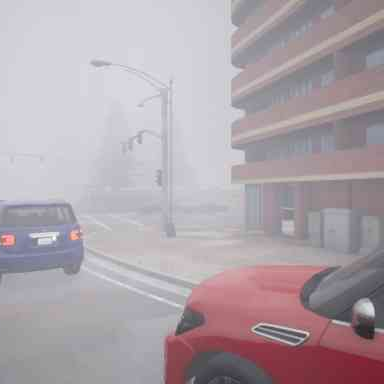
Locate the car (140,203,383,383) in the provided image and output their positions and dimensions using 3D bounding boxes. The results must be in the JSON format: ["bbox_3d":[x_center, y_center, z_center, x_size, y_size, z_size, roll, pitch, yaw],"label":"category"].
[{"bbox_3d":[2.364,1.221,2.441,5.566,2.045,2.150,0,0,36],"label":"car"}]

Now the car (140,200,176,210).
[{"bbox_3d":[-3.352,1.580,36.150,4.674,1.442,1.812,0,0,-23],"label":"car"}]

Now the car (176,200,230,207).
[{"bbox_3d":[1.105,1.656,34.237,4.718,1.301,1.895,0,0,-23],"label":"car"}]

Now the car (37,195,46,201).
[{"bbox_3d":[-37.290,1.476,82.497,1.882,1.535,5.008,0,0,-23],"label":"car"}]

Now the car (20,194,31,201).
[{"bbox_3d":[-40.464,1.353,81.017,2.097,1.767,4.553,0,0,-23],"label":"car"}]

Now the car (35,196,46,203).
[{"bbox_3d":[-33.261,1.538,73.024,2.033,1.411,5.357,0,0,-23],"label":"car"}]

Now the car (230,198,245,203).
[{"bbox_3d":[5.172,1.532,39.723,5.008,1.535,1.882,0,0,-23],"label":"car"}]

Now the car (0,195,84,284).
[{"bbox_3d":[-4.941,1.221,9.792,2.150,2.045,5.566,0,0,-36],"label":"car"}]
